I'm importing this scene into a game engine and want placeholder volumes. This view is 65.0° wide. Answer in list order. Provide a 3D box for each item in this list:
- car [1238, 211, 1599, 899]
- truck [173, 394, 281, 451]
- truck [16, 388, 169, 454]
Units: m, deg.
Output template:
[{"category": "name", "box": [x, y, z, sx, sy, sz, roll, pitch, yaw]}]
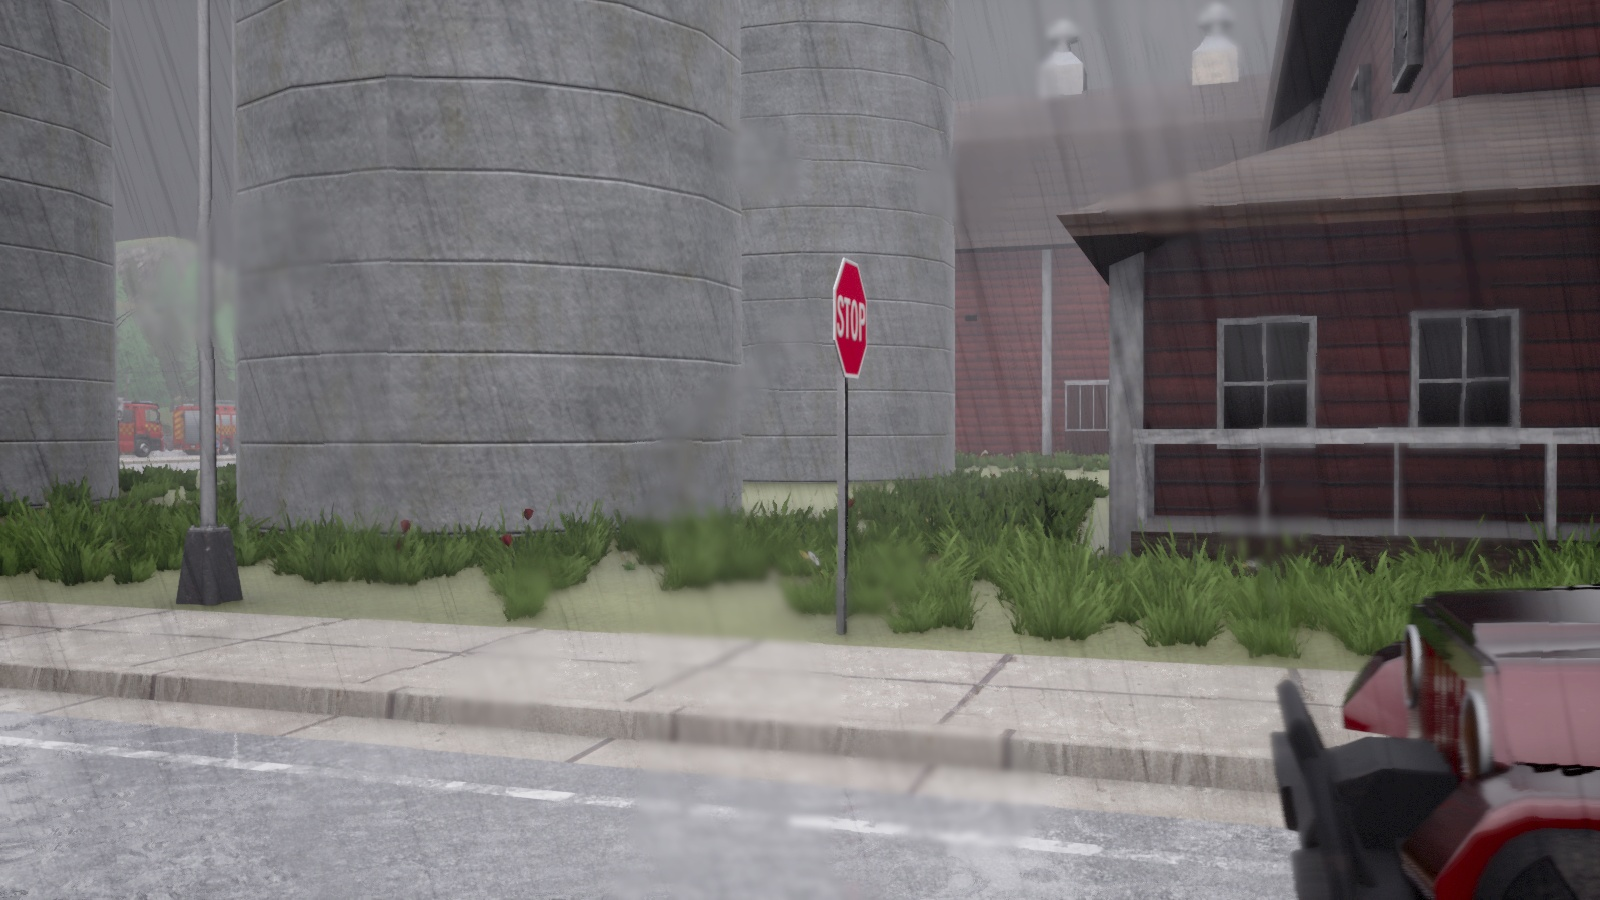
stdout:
[{"category": "car", "box": [2.847, 0.597, 2.233, 3.866, 1.878, 1.905, 1, 1, 18]}, {"category": "truck", "box": [-40.253, -1.908, 88.614, 2.891, 3.827, 8.468, 0, 1, 7]}, {"category": "truck", "box": [-43.146, -1.732, 76.966, 2.891, 3.827, 8.468, 1, 1, 18]}]
